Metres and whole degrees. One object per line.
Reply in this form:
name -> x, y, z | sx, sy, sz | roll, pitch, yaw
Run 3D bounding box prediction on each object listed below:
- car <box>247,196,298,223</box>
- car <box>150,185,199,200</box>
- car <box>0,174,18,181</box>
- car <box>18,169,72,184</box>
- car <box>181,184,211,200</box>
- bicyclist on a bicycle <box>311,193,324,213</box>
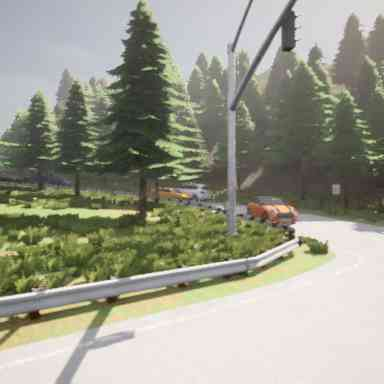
car -> 5.521, 1.136, 23.238 | 2.097, 1.767, 4.553 | 0, 2, -11
car -> -2.245, 0.311, 35.363 | 5.008, 1.535, 1.882 | 7, 4, 33
car -> -25.711, -1.795, 46.582 | 4.718, 1.301, 1.895 | 6, 3, 28
car -> -17.184, -1.649, 39.646 | 5.566, 2.045, 2.150 | 5, 1, 11
car -> -0.450, 0.038, 38.456 | 5.566, 2.045, 2.150 | 5, 2, 34
bicyclist on a bicycle -> 10.934, 0.914, 28.717 | 1.656, 1.620, 0.582 | -11, 8, -20
